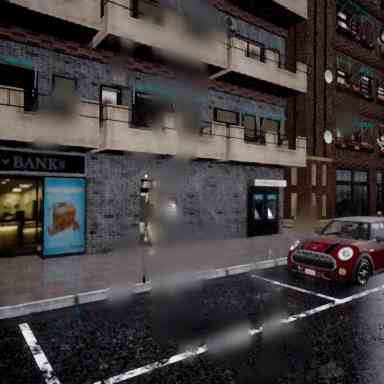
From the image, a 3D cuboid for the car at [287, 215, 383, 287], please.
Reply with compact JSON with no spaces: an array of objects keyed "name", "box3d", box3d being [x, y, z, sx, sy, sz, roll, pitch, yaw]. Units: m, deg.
[{"name":"car","box3d":[4.530,1.442,9.327,4.097,1.590,1.967,0,1,-36]}]
